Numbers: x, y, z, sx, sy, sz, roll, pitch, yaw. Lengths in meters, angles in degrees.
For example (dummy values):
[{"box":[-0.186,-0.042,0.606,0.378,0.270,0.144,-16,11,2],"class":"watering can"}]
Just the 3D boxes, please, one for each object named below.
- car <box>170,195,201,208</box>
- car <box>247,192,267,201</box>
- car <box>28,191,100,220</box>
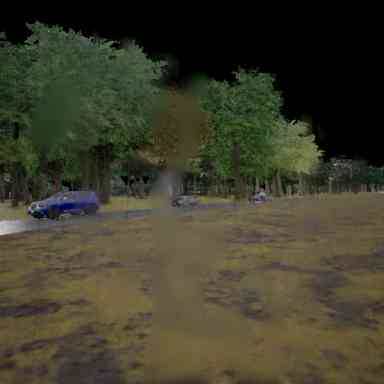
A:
[{"box":[-0.787,1.093,39.058,1.994,1.385,4.181,-3,-1,35],"class":"car"},{"box":[10.922,0.755,55.466,1.837,1.490,4.892,-3,-1,35],"class":"car"},{"box":[-9.899,1.000,26.175,2.150,2.045,5.566,-3,-1,35],"class":"car"}]
